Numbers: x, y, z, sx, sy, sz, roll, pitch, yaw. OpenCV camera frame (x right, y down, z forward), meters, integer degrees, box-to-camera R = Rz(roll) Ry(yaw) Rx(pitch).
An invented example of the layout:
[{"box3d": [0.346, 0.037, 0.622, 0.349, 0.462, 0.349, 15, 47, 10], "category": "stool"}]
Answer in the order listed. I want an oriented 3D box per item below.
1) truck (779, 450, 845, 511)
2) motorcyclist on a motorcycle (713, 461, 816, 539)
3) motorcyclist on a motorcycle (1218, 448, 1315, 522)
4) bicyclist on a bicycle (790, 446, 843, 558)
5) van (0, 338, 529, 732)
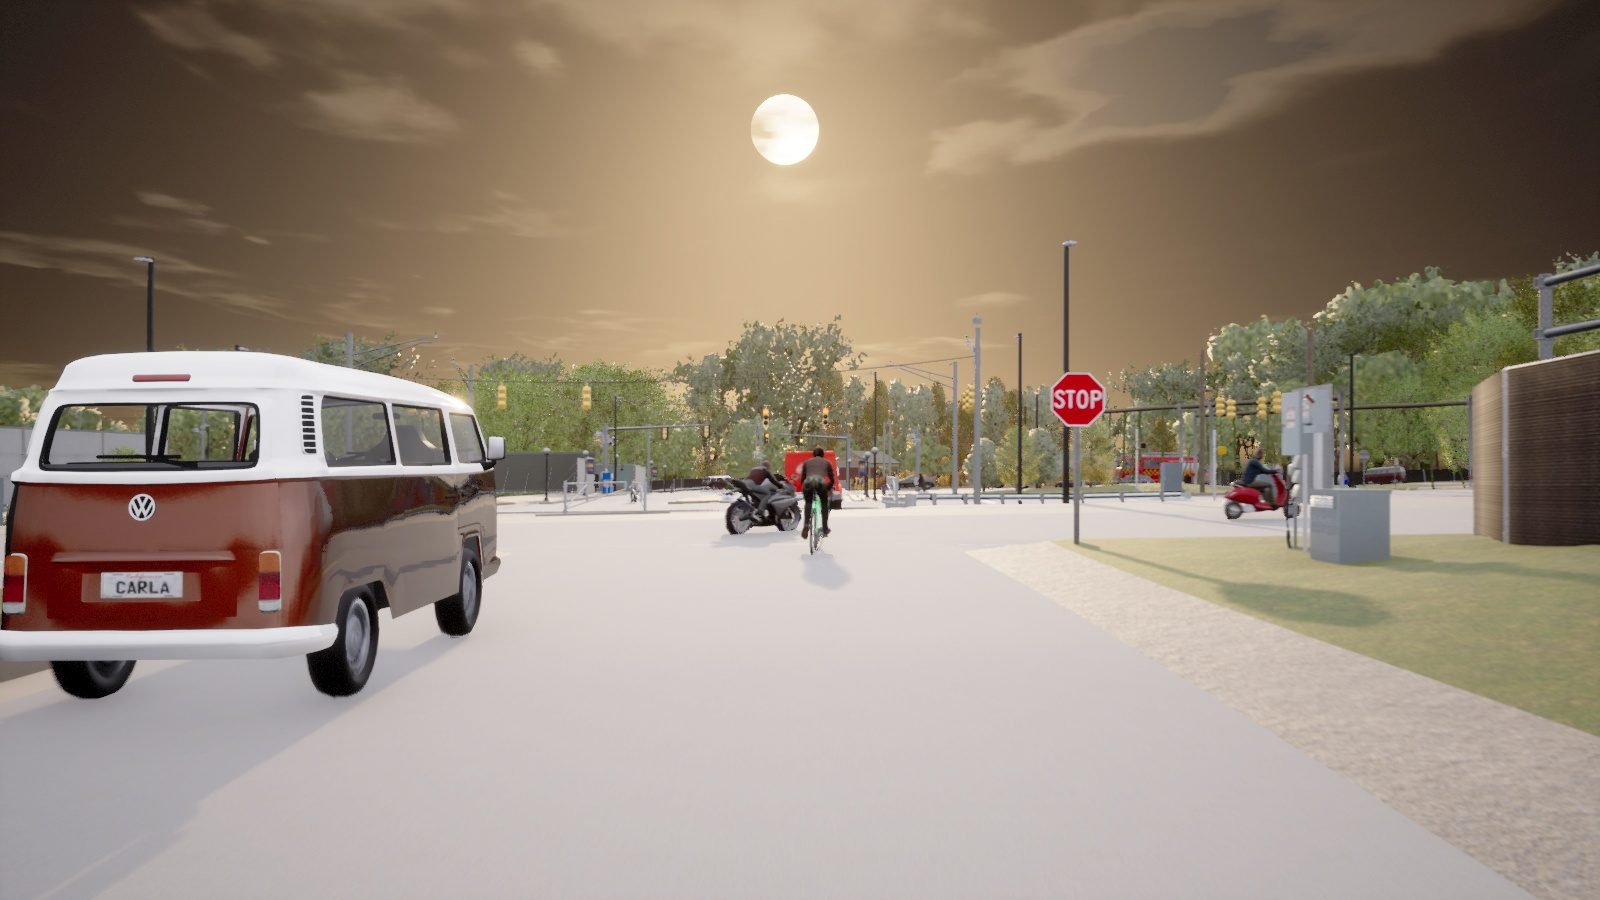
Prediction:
[{"box3d": [0.540, 1.360, 53.996, 2.627, 2.467, 5.204, -1, -2, 1], "category": "truck"}, {"box3d": [-0.703, 0.996, 25.810, 0.866, 1.530, 2.191, 0, 0, 40], "category": "motorcyclist on a motorcycle"}, {"box3d": [10.385, 0.774, 27.990, 1.817, 1.590, 0.866, -1, -1, -1], "category": "motorcyclist on a motorcycle"}, {"box3d": [0.267, 0.778, 19.185, 0.582, 1.620, 1.656, 1, -1, 7], "category": "bicyclist on a bicycle"}, {"box3d": [-3.433, 0.448, 8.777, 2.069, 2.038, 4.480, -1, 0, 0], "category": "van"}]
